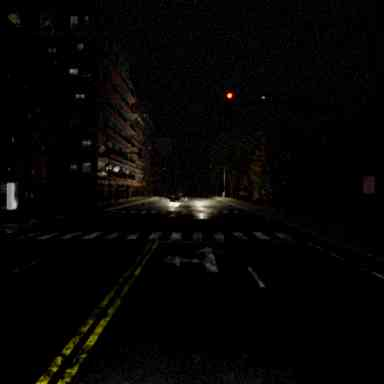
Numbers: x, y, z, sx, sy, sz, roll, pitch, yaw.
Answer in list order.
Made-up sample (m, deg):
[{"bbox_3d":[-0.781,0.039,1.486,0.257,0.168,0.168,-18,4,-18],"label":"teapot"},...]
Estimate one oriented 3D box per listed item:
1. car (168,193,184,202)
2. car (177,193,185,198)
[{"bbox_3d":[-3.131,1.111,59.928,2.128,1.511,4.902,0,1,0],"label":"car"},{"bbox_3d":[-3.071,0.873,91.082,2.033,1.411,5.357,0,0,0],"label":"car"}]
